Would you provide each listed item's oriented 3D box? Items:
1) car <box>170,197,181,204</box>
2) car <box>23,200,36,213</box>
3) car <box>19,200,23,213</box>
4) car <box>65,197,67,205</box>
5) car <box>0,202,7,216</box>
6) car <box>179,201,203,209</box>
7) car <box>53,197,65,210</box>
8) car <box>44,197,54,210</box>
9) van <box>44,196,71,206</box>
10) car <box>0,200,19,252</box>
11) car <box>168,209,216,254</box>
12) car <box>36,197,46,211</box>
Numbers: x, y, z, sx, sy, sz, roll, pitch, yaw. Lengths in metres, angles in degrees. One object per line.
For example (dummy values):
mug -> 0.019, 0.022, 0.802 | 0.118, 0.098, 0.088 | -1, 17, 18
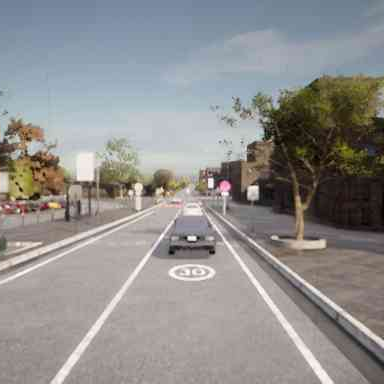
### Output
car -> -3.263, 1.649, 66.001 | 1.895, 1.301, 4.718 | 0, 1, 0
car -> -22.110, 1.780, 40.109 | 5.008, 1.535, 2.097 | 0, 0, 0
car -> -22.132, 1.634, 37.334 | 4.553, 1.767, 2.185 | 0, 0, 0
car -> -22.148, 1.892, 51.210 | 4.792, 1.488, 2.163 | 0, 0, 0
car -> -22.094, 1.780, 34.557 | 4.674, 1.452, 2.002 | 0, 0, 0
car -> 0.008, 1.734, 29.400 | 1.812, 1.442, 4.674 | 0, 0, 0
car -> -21.929, 1.838, 48.433 | 5.366, 1.575, 1.946 | 0, 0, 0
car -> -22.140, 1.850, 45.658 | 4.792, 1.488, 2.163 | 0, 0, 0
van -> -22.005, 1.658, 53.985 | 4.442, 1.987, 1.878 | 0, 0, 0
car -> -8.956, 1.323, 10.467 | 5.566, 2.045, 2.435 | 0, 0, 0
car -> 0.002, 1.660, 13.976 | 2.033, 1.411, 5.357 | 0, 0, 0
car -> -22.101, 1.801, 42.884 | 4.892, 1.521, 2.231 | 0, 0, 0
